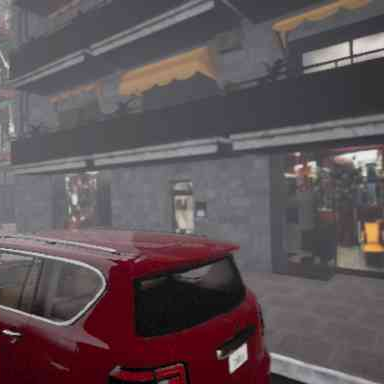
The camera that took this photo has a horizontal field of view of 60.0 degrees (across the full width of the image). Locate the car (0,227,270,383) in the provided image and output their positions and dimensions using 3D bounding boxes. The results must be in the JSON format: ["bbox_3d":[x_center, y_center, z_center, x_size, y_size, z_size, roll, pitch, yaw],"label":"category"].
[{"bbox_3d":[-1.600,1.346,3.876,5.009,1.841,2.192,-1,-1,35],"label":"car"}]
